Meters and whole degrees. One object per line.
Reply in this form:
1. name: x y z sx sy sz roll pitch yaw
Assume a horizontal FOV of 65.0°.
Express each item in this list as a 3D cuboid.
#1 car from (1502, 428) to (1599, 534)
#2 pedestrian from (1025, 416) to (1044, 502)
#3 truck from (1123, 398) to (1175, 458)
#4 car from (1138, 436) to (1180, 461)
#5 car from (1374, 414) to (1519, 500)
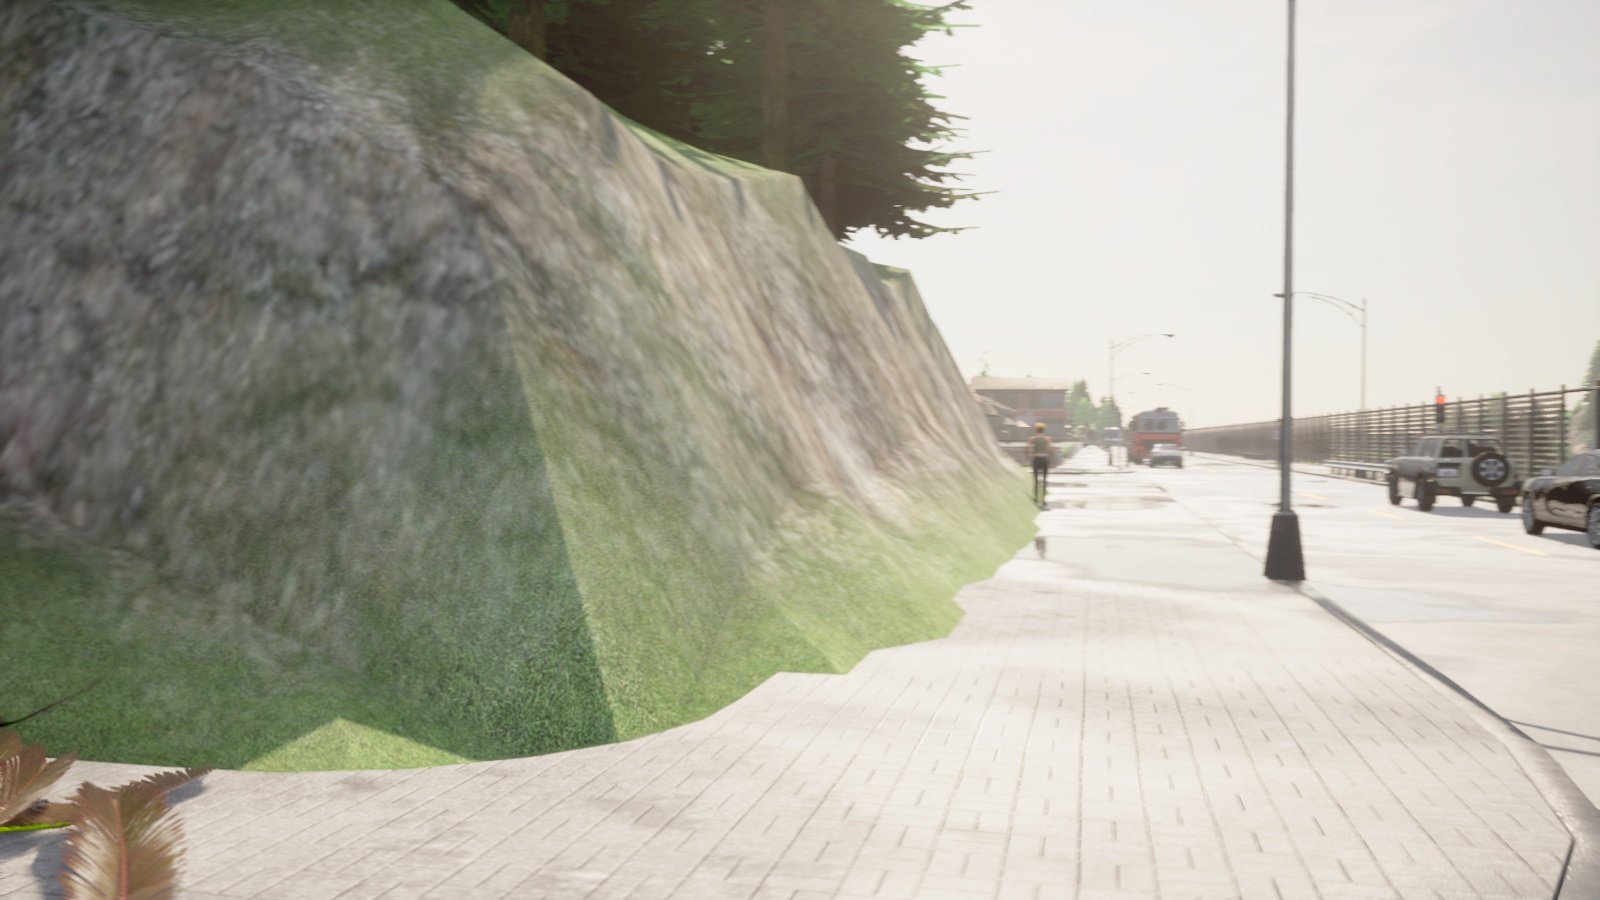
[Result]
1. car: 12.917 0.423 19.800 1.882 1.535 5.008 -1 1 13
2. pedestrian: 5.051 0.186 27.023 0.345 1.836 0.594 -1 1 13
3. truck: 23.480 -1.479 84.775 2.891 3.827 8.468 -1 1 13
4. car: 20.917 -0.124 73.364 2.033 1.411 5.357 -1 1 13
5. car: 15.091 0.140 29.581 1.932 1.855 4.605 -1 1 13
